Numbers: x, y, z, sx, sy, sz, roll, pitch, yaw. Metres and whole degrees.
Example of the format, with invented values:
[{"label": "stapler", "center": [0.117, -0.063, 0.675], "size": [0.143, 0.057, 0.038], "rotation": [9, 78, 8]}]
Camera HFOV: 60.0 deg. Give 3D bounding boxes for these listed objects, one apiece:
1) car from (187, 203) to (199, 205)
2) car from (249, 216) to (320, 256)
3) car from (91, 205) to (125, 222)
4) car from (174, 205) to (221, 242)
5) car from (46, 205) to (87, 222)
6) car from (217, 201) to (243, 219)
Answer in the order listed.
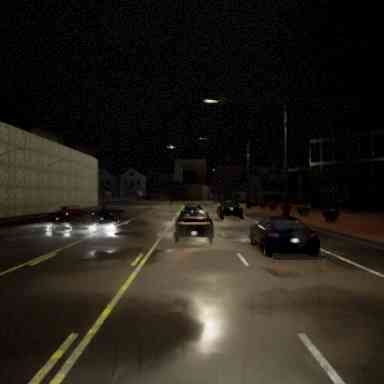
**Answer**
[{"label": "car", "center": [0.101, 1.825, 33.176], "size": [1.994, 1.385, 4.181], "rotation": [0, 0, 0]}, {"label": "car", "center": [3.594, 1.671, 13.573], "size": [1.994, 1.385, 4.181], "rotation": [0, 0, 0]}, {"label": "car", "center": [-7.094, 1.824, 28.395], "size": [1.895, 1.301, 4.718], "rotation": [0, 0, 0]}, {"label": "car", "center": [0.099, 1.627, 17.129], "size": [2.128, 1.511, 4.902], "rotation": [0, 0, 0]}, {"label": "car", "center": [-10.594, 1.824, 28.397], "size": [1.895, 1.301, 4.718], "rotation": [0, 0, 0]}, {"label": "car", "center": [3.600, 1.606, 32.306], "size": [2.097, 1.767, 4.553], "rotation": [0, 0, 0]}]
